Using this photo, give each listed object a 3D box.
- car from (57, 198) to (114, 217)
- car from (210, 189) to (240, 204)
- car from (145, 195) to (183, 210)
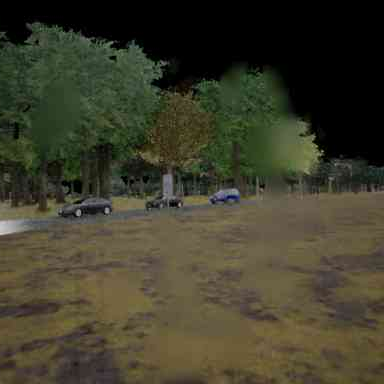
[{"bbox_3d":[-8.795,1.251,27.756,1.837,1.490,4.892,-3,-1,35],"label":"car"},{"bbox_3d":[4.701,0.608,46.821,2.150,2.045,5.566,-3,0,36],"label":"car"},{"bbox_3d":[-2.952,1.064,36.017,1.882,1.535,5.008,-3,-1,35],"label":"car"}]
